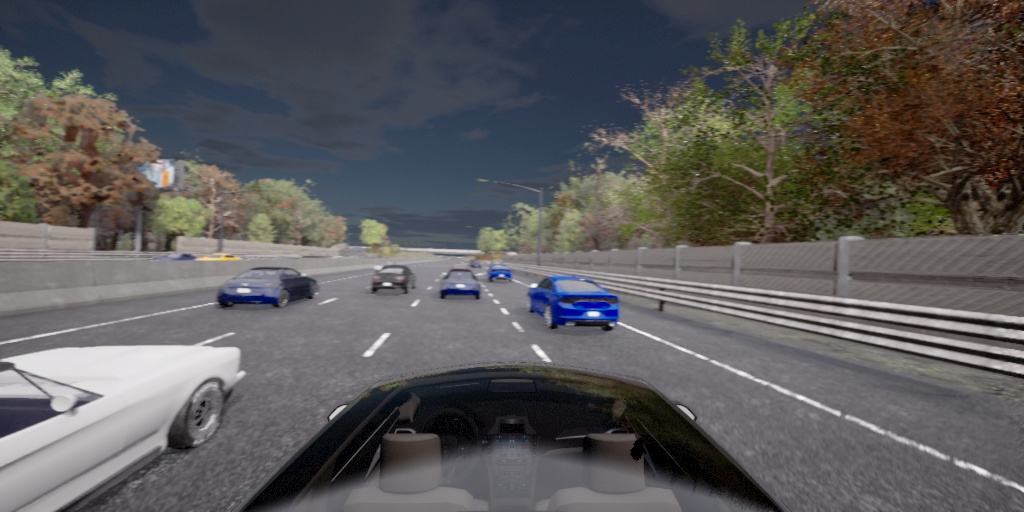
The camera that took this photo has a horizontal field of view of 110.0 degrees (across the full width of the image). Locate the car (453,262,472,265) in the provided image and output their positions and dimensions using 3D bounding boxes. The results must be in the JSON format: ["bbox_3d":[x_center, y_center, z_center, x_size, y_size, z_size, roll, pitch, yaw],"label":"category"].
[{"bbox_3d":[-5.398,1.478,36.859,1.895,1.301,4.718,2,-1,-8],"label":"car"}]

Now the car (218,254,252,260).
[{"bbox_3d":[-26.702,0.716,36.092,1.895,1.301,4.718,2,-1,-8],"label":"car"}]

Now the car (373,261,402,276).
[{"bbox_3d":[-12.318,1.223,35.838,1.895,1.301,4.718,2,-1,-8],"label":"car"}]

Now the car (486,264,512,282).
[{"bbox_3d":[-1.199,1.457,31.766,1.882,1.535,5.008,2,-1,-8],"label":"car"}]

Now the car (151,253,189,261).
[{"bbox_3d":[-33.780,0.391,36.190,1.812,1.442,4.674,2,-1,-8],"label":"car"}]

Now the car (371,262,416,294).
[{"bbox_3d":[-6.355,1.210,19.595,1.812,1.442,4.674,2,-1,-8],"label":"car"}]

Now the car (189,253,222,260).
[{"bbox_3d":[-30.403,0.473,37.270,1.882,1.535,5.008,2,-1,-8],"label":"car"}]

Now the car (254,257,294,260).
[{"bbox_3d":[-23.189,0.789,36.253,2.033,1.411,5.357,2,-1,-8],"label":"car"}]

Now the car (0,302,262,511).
[{"bbox_3d":[-3.724,1.221,1.961,1.895,1.301,4.718,2,-1,-8],"label":"car"}]

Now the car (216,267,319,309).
[{"bbox_3d":[-8.999,1.101,13.627,1.994,1.385,4.181,2,-1,-9],"label":"car"}]

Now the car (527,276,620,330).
[{"bbox_3d":[1.775,1.380,11.848,1.882,1.535,5.008,2,-1,-8],"label":"car"}]

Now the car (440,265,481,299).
[{"bbox_3d":[-2.677,1.370,18.654,1.994,1.385,4.181,2,-1,-9],"label":"car"}]
